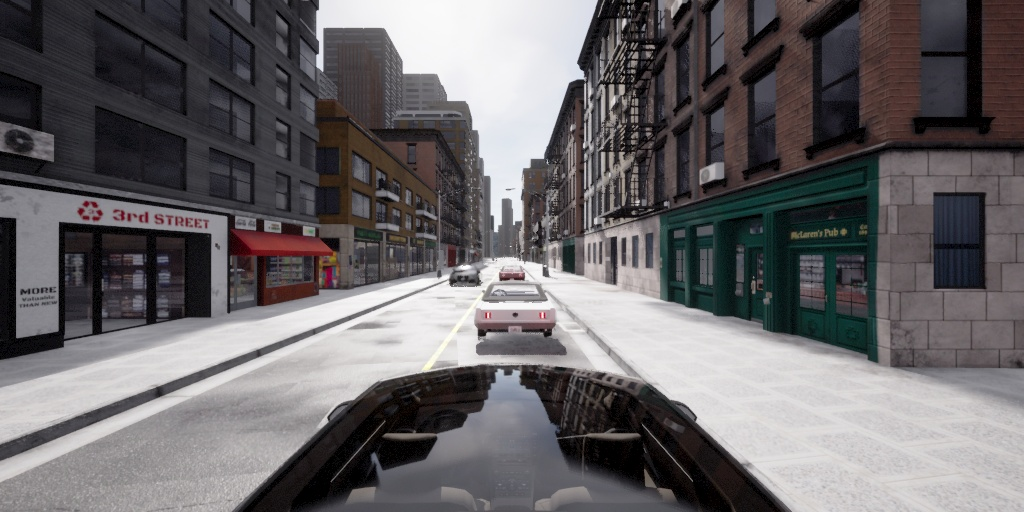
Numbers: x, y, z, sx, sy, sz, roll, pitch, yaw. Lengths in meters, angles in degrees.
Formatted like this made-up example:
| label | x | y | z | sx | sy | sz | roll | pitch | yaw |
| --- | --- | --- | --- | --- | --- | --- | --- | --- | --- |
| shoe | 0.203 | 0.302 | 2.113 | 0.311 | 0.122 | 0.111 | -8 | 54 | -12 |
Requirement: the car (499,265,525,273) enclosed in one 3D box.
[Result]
| label | x | y | z | sx | sy | sz | roll | pitch | yaw |
| --- | --- | --- | --- | --- | --- | --- | --- | --- | --- |
| car | -0.006 | 1.347 | 27.047 | 1.895 | 1.301 | 4.718 | 0 | 0 | 0 |

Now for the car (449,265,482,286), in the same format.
| label | x | y | z | sx | sy | sz | roll | pitch | yaw |
| --- | --- | --- | --- | --- | --- | --- | --- | --- | --- |
| car | -3.200 | 1.311 | 25.337 | 1.994 | 1.385 | 4.181 | 0 | 0 | 0 |

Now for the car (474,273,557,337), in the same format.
| label | x | y | z | sx | sy | sz | roll | pitch | yaw |
| --- | --- | --- | --- | --- | --- | --- | --- | --- | --- |
| car | 0.064 | 1.351 | 10.230 | 1.895 | 1.301 | 4.718 | 0 | 0 | 0 |
